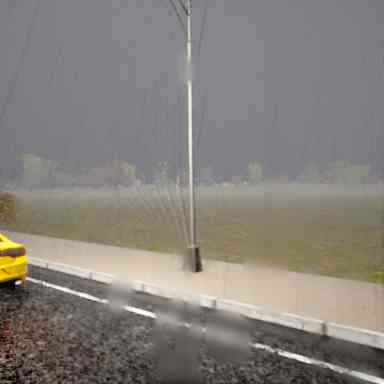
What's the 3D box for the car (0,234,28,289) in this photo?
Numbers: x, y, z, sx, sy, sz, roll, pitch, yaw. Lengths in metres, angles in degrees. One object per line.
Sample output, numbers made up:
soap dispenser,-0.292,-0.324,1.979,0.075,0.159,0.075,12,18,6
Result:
car,-5.955,1.496,8.046,5.008,1.535,1.882,0,0,36
